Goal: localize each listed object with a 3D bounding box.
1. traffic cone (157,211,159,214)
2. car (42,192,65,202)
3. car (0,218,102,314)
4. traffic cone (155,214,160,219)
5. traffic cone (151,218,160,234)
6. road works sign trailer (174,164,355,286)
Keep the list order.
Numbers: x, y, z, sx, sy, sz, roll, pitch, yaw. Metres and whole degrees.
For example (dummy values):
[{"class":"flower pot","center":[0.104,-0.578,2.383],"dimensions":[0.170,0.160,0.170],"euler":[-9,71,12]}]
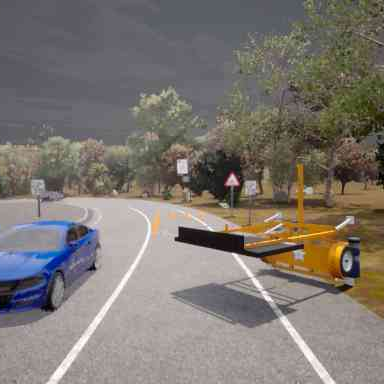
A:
[{"class":"traffic cone","center":[-2.163,1.636,20.525],"dimensions":[0.340,0.580,0.340],"euler":[-1,2,-4]},{"class":"car","center":[-22.735,0.726,54.387],"dimensions":[4.553,1.767,2.097],"euler":[-1,4,43]},{"class":"car","center":[-3.523,1.452,7.868],"dimensions":[1.882,1.535,5.008],"euler":[0,0,-2]},{"class":"traffic cone","center":[-2.013,1.694,18.533],"dimensions":[0.340,0.580,0.340],"euler":[-1,2,-4]},{"class":"traffic cone","center":[-1.865,1.751,16.539],"dimensions":[0.340,0.580,0.340],"euler":[-1,2,-4]},{"class":"road works sign trailer","center":[1.686,0.774,7.455],"dimensions":[3.560,2.880,2.380],"euler":[-1,1,-39]}]
